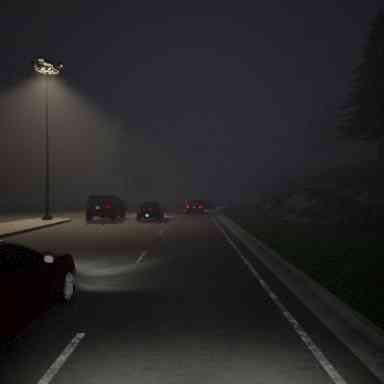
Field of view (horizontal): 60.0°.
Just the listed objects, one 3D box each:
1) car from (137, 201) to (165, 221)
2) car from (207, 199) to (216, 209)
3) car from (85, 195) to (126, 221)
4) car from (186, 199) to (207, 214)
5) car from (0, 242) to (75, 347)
[{"bbox_3d":[-3.380,1.504,27.597,1.837,1.490,4.892,0,0,0],"label":"car"},{"bbox_3d":[1.944,1.563,44.512,1.994,1.385,4.181,0,0,14],"label":"car"},{"bbox_3d":[-6.889,1.223,27.003,2.150,2.045,5.566,0,0,0],"label":"car"},{"bbox_3d":[0.332,1.547,35.211,2.033,1.411,5.357,0,0,3],"label":"car"},{"bbox_3d":[-3.399,1.477,5.074,1.882,1.535,5.008,0,0,0],"label":"car"}]
